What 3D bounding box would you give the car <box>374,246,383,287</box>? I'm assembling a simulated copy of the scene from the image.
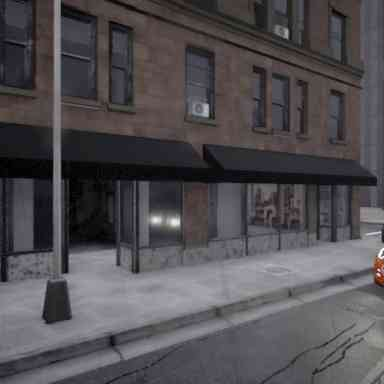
[{"bbox_3d":[6.345,1.359,7.813,4.553,1.767,2.097,0,0,-32],"label":"car"}]
